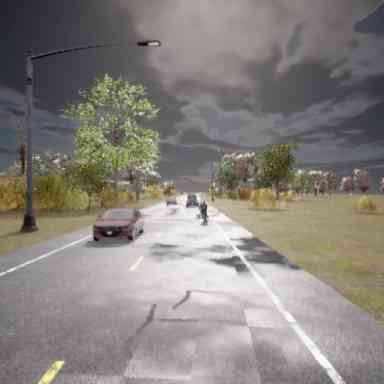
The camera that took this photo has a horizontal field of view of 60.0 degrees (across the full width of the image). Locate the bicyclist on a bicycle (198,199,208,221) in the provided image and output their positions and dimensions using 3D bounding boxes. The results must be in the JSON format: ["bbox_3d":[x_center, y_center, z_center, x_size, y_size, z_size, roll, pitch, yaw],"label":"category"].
[{"bbox_3d":[0.958,1.501,25.480,0.582,1.620,1.656,0,0,0],"label":"bicyclist on a bicycle"}]

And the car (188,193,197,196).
[{"bbox_3d":[-0.011,1.331,74.222,2.150,2.045,5.566,0,0,0],"label":"car"}]

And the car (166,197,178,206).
[{"bbox_3d":[-3.556,1.617,58.681,1.812,1.442,4.674,0,0,0],"label":"car"}]

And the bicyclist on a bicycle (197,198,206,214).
[{"bbox_3d":[0.975,1.499,35.068,0.866,1.612,1.509,0,0,0],"label":"bicyclist on a bicycle"}]

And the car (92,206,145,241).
[{"bbox_3d":[-3.601,1.512,17.031,1.882,1.535,5.008,0,0,0],"label":"car"}]

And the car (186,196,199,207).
[{"bbox_3d":[0.076,1.686,53.200,1.895,1.301,4.718,0,0,0],"label":"car"}]
